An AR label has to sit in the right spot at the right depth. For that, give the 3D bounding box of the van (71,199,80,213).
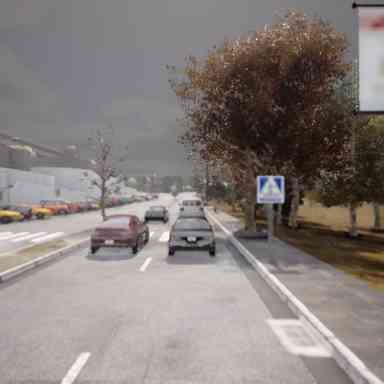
[{"bbox_3d":[-16.802,1.830,41.910,4.442,1.987,1.878,0,-1,-20],"label":"van"}]

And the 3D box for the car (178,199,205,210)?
[{"bbox_3d":[-0.021,1.580,29.027,2.150,2.045,5.566,0,-1,0],"label":"car"}]

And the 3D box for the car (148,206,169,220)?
[{"bbox_3d":[-3.021,1.911,29.002,2.033,1.411,5.357,0,-1,0],"label":"car"}]

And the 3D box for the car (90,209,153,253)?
[{"bbox_3d":[-3.005,1.681,14.411,1.812,1.442,4.674,0,-1,0],"label":"car"}]

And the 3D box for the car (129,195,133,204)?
[{"bbox_3d":[-16.884,2.109,77.676,4.553,1.767,2.185,-1,0,-20],"label":"car"}]

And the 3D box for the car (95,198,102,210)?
[{"bbox_3d":[-16.736,2.144,50.881,5.366,1.575,1.946,-1,-1,-20],"label":"car"}]

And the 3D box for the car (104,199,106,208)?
[{"bbox_3d":[-16.881,2.201,53.808,4.792,1.488,2.163,-1,-1,-20],"label":"car"}]

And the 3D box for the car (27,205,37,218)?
[{"bbox_3d":[-16.932,1.903,29.909,4.792,1.488,2.163,0,-1,-20],"label":"car"}]

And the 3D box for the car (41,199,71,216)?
[{"bbox_3d":[-16.879,1.888,38.882,4.553,1.767,2.185,0,-1,-20],"label":"car"}]

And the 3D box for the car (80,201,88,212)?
[{"bbox_3d":[-16.902,2.131,44.839,4.674,1.452,2.002,-1,0,-20],"label":"car"}]

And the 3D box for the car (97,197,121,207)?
[{"bbox_3d":[-16.940,1.960,62.737,5.566,2.045,2.435,-1,0,-20],"label":"car"}]

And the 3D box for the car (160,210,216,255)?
[{"bbox_3d":[-0.009,1.698,14.003,2.033,1.411,5.357,0,-1,0],"label":"car"}]

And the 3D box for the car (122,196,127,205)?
[{"bbox_3d":[-16.889,1.970,68.733,5.566,2.045,2.435,-1,0,-20],"label":"car"}]

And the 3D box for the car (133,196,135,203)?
[{"bbox_3d":[-16.908,2.280,80.648,4.674,1.452,2.002,-1,0,-20],"label":"car"}]

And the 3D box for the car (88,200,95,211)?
[{"bbox_3d":[-16.934,2.155,47.811,4.792,1.488,2.163,-1,0,-20],"label":"car"}]

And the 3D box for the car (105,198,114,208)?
[{"bbox_3d":[-16.906,2.241,59.765,4.674,1.452,2.002,-1,0,-20],"label":"car"}]

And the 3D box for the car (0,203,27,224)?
[{"bbox_3d":[-16.732,1.820,27.006,5.366,1.575,1.946,0,-1,-20],"label":"car"}]

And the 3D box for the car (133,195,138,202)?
[{"bbox_3d":[-16.888,2.274,83.667,4.792,1.488,2.163,-1,0,-20],"label":"car"}]

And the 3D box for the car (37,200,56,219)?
[{"bbox_3d":[-16.732,1.918,32.971,5.366,1.575,1.946,0,-1,-20],"label":"car"}]
